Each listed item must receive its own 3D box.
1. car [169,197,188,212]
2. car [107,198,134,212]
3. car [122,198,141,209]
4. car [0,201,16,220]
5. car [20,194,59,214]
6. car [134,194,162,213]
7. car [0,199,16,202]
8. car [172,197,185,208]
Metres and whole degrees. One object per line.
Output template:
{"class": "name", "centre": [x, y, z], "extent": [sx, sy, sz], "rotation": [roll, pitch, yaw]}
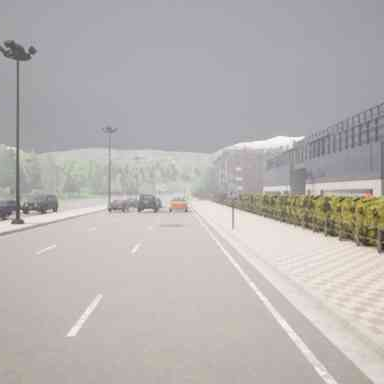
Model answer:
{"class": "car", "centre": [-1.590, 1.429, 39.646], "extent": [2.097, 1.767, 4.553], "rotation": [0, 0, -2]}
{"class": "car", "centre": [-8.575, 1.625, 39.110], "extent": [2.033, 1.411, 5.357], "rotation": [0, 0, -2]}
{"class": "car", "centre": [-8.961, 1.645, 49.404], "extent": [2.033, 1.411, 5.357], "rotation": [0, 0, -2]}
{"class": "car", "centre": [-16.165, 1.654, 26.114], "extent": [1.895, 1.301, 4.718], "rotation": [0, 0, -2]}
{"class": "car", "centre": [-16.545, 1.295, 36.601], "extent": [2.150, 2.045, 5.566], "rotation": [0, 0, -3]}
{"class": "car", "centre": [-5.063, 1.298, 38.856], "extent": [2.150, 2.045, 5.566], "rotation": [0, 0, -2]}
{"class": "car", "centre": [-20.007, 1.576, 35.410], "extent": [1.837, 1.490, 4.892], "rotation": [0, 0, -2]}
{"class": "car", "centre": [-1.967, 1.602, 49.695], "extent": [1.837, 1.490, 4.892], "rotation": [0, 0, -2]}
